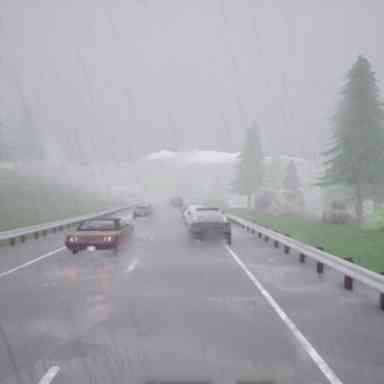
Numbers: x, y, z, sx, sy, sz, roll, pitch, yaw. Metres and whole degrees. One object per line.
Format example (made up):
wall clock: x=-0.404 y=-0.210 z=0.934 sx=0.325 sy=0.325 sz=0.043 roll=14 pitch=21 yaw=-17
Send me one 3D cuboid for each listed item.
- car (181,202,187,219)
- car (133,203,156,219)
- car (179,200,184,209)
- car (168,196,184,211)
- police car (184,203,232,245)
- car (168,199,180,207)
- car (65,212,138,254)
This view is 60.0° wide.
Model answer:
car: x=0.297 y=1.769 z=26.480 sx=1.812 sy=1.442 sz=4.674 roll=0 pitch=-1 yaw=-3
car: x=-4.517 y=1.786 z=31.806 sx=2.128 sy=1.511 sz=4.902 roll=0 pitch=-1 yaw=-4
car: x=-0.072 y=1.804 z=32.544 sx=1.837 sy=1.490 sz=4.892 roll=0 pitch=-1 yaw=-4
car: x=-2.401 y=1.678 z=49.522 sx=2.150 sy=2.045 sz=5.566 roll=0 pitch=0 yaw=-4
police car: x=0.746 y=1.577 z=16.475 sx=1.930 sy=1.638 sz=5.238 roll=0 pitch=-1 yaw=-2
car: x=-3.504 y=2.137 z=64.096 sx=2.033 sy=1.411 sz=5.357 roll=0 pitch=-1 yaw=-4
car: x=-3.653 y=1.733 z=14.065 sx=1.895 sy=1.301 sz=4.718 roll=0 pitch=-1 yaw=-2
